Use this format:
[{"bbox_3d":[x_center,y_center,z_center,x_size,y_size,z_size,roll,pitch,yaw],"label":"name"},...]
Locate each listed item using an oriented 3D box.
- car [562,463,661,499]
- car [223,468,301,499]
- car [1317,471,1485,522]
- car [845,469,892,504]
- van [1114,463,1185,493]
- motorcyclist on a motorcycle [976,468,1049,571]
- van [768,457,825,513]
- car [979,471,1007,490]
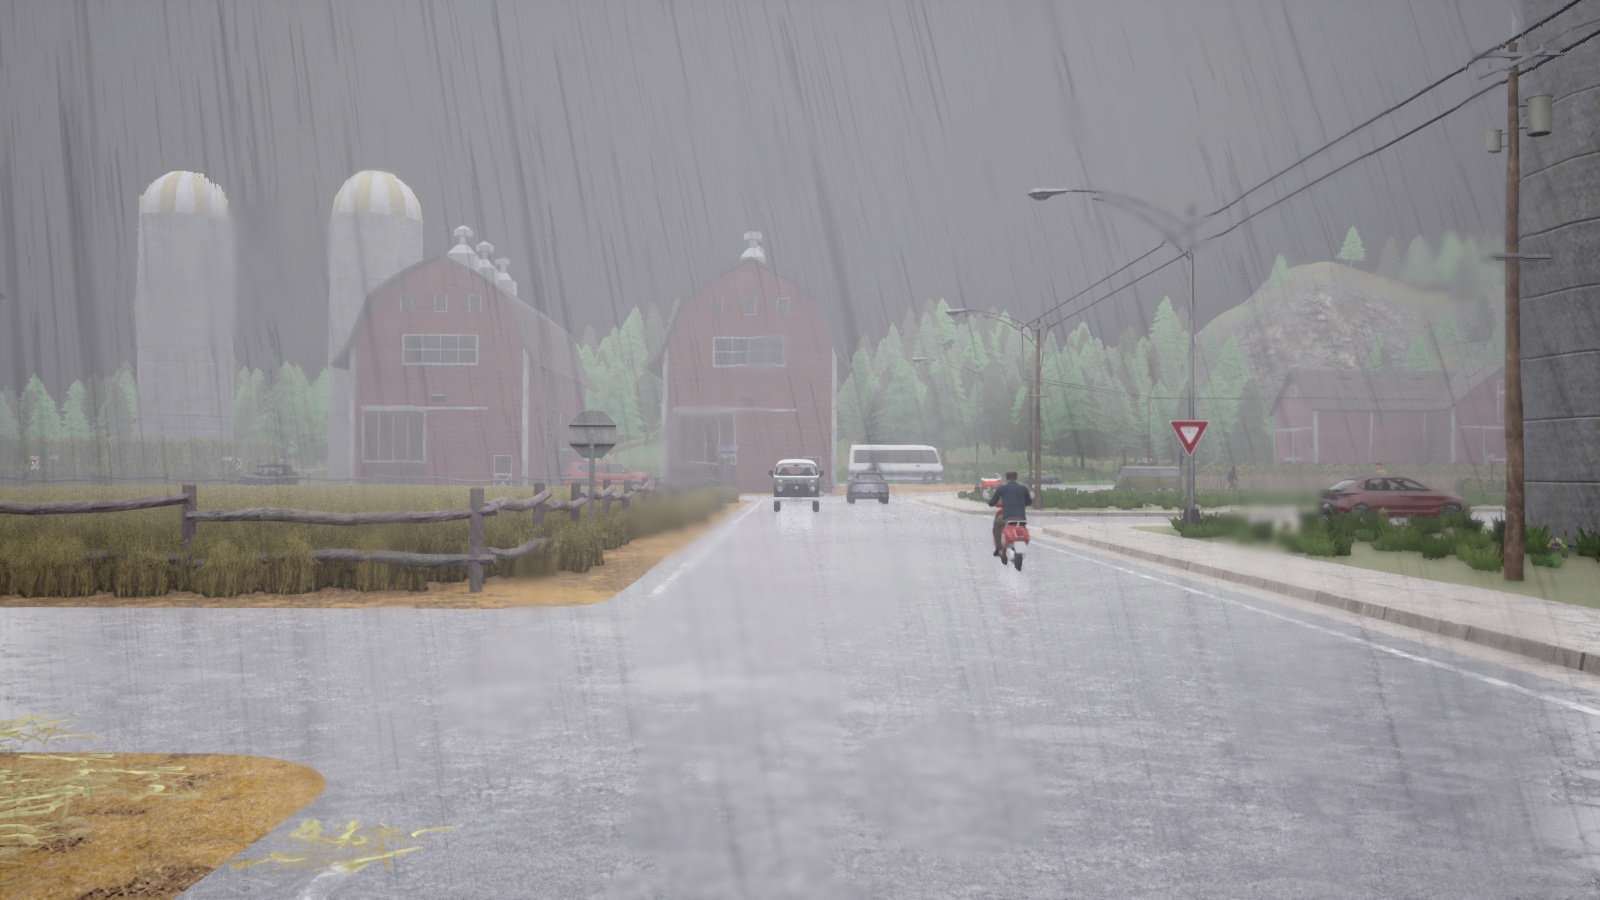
[{"bbox_3d":[-11.041,1.815,73.891,5.566,2.045,2.150,0,-1,-3],"label":"car"},{"bbox_3d":[-32.613,2.017,76.188,3.866,1.878,1.905,0,-1,-1],"label":"car"},{"bbox_3d":[18.106,1.392,37.961,4.193,1.474,1.816,0,-1,-1],"label":"car"},{"bbox_3d":[3.315,1.765,61.698,2.033,1.649,4.856,0,-1,0],"label":"car"},{"bbox_3d":[23.762,1.901,85.461,4.442,1.987,1.775,0,-1,6],"label":"van"},{"bbox_3d":[3.444,1.098,20.509,0.866,1.590,1.817,0,-1,0],"label":"motorcyclist on a motorcycle"},{"bbox_3d":[-0.132,1.354,48.461,2.069,2.038,4.480,0,-1,0],"label":"van"},{"bbox_3d":[14.384,2.276,93.684,1.481,1.376,2.207,-1,-1,26],"label":"car"}]
